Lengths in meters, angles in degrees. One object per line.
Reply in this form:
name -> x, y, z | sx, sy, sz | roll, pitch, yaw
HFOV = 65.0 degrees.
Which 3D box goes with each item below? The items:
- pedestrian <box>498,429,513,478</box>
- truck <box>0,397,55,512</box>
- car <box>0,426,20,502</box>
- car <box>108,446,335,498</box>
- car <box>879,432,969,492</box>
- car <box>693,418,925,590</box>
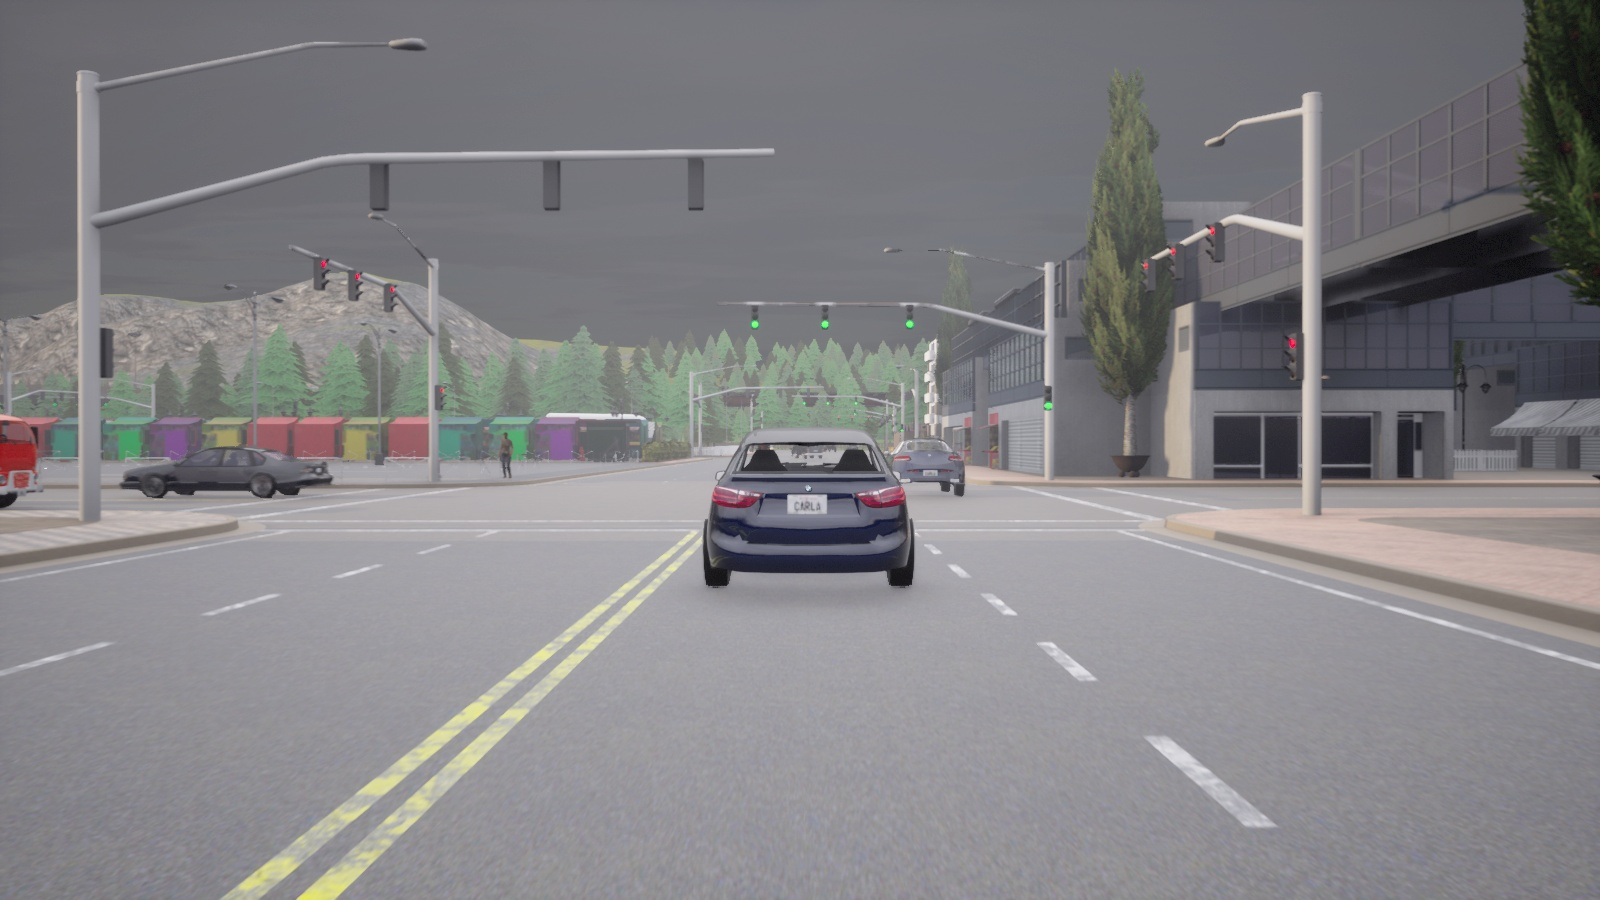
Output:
pedestrian -> -11.031, 0.131, 47.031 | 0.328, 1.805, 0.869 | 0, 0, 0
truck -> -19.827, 0.088, 27.717 | 5.204, 2.467, 2.627 | 0, 0, 0
car -> -21.916, 0.349, 31.223 | 3.866, 1.878, 1.905 | 0, 0, 0
car -> -15.909, 0.585, 34.743 | 5.357, 1.411, 2.033 | 0, 0, 1
car -> 3.554, 0.320, 36.892 | 2.152, 1.651, 5.027 | 0, 0, 0
car -> 0.096, 0.509, 14.480 | 2.242, 1.667, 4.611 | 0, 0, 0
